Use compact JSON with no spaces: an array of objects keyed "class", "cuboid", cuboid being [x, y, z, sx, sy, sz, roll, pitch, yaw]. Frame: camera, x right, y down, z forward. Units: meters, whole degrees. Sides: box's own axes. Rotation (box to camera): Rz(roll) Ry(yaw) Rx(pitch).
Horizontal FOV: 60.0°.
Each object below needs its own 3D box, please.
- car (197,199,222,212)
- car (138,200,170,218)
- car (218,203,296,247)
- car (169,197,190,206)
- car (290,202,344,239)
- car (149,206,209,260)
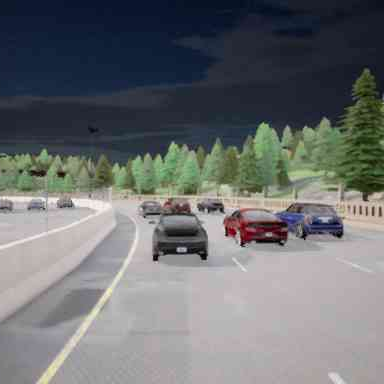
[{"class":"car","cuboid":[1.889,1.503,35.385,1.837,1.490,4.892,0,0,-17]},{"class":"car","cuboid":[-3.774,1.546,30.172,2.033,1.411,5.357,0,0,-16]},{"class":"car","cuboid":[2.694,1.477,15.185,1.882,1.535,5.008,0,0,-6]},{"class":"car","cuboid":[-1.677,1.350,35.048,2.097,1.767,4.553,0,0,-17]},{"class":"car","cuboid":[5.885,1.352,17.489,2.097,1.767,4.553,0,0,-8]},{"class":"car","cuboid":[-0.544,1.504,12.496,1.837,1.490,4.892,0,0,-6]}]
